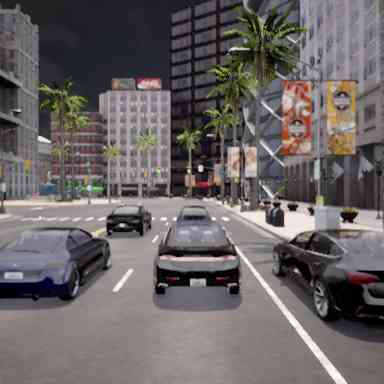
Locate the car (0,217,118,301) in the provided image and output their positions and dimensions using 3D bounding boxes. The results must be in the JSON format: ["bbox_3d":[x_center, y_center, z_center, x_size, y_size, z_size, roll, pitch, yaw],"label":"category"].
[{"bbox_3d":[-3.391,1.553,8.334,1.994,1.385,4.181,0,0,0],"label":"car"}]

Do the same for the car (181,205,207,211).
[{"bbox_3d":[0.115,1.483,18.305,1.837,1.490,4.892,0,0,0],"label":"car"}]

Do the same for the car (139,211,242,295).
[{"bbox_3d":[0.108,1.481,8.668,2.128,1.511,4.902,0,0,0],"label":"car"}]

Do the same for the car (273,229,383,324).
[{"bbox_3d":[3.197,1.504,7.251,2.161,1.482,4.786,0,0,-1],"label":"car"}]

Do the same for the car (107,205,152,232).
[{"bbox_3d":[-3.385,1.454,18.601,1.882,1.535,5.008,0,0,0],"label":"car"}]
